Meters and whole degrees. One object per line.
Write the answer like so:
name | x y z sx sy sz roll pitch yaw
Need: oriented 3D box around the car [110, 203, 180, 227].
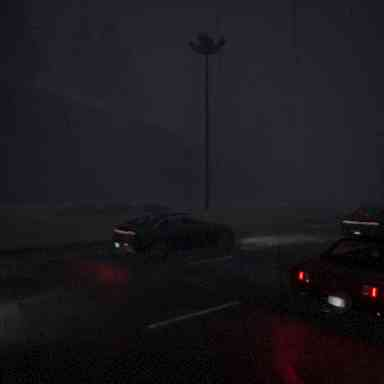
car | -3.271 1.549 23.797 4.674 1.442 1.812 0 0 -40

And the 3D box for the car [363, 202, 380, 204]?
car | 13.589 1.514 24.502 4.892 1.490 1.837 0 0 -43

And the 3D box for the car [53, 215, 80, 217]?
car | -9.374 1.595 27.843 4.181 1.385 1.994 0 0 -39

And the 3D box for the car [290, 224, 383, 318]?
car | 4.247 1.604 7.110 4.718 1.301 1.895 0 0 -38

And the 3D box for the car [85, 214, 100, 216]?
car | -5.809 1.591 26.248 4.181 1.385 1.994 0 0 -40

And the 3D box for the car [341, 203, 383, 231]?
car | 8.677 1.498 15.312 4.902 1.511 2.128 0 0 -40

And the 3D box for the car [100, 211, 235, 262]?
car | -0.522 1.503 12.283 4.902 1.511 2.128 0 0 -38
